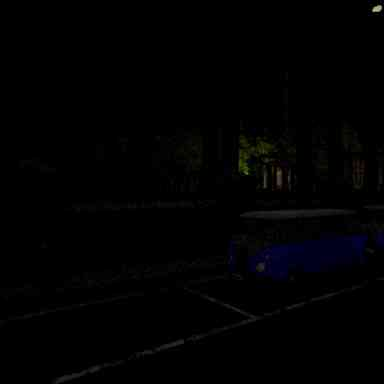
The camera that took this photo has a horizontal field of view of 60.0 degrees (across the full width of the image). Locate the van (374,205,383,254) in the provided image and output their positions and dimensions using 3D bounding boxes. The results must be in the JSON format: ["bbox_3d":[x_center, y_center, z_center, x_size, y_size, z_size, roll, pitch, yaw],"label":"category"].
[{"bbox_3d":[7.312,1.336,11.745,3.998,1.788,1.690,0,0,-35],"label":"van"}]

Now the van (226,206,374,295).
[{"bbox_3d":[2.705,1.339,8.460,3.998,1.788,1.690,0,0,-35],"label":"van"}]
